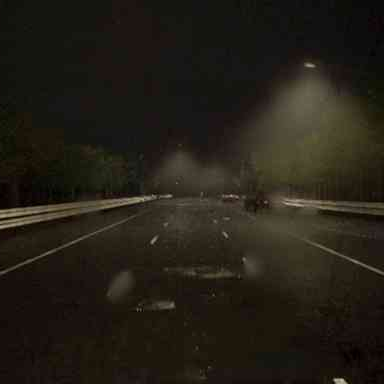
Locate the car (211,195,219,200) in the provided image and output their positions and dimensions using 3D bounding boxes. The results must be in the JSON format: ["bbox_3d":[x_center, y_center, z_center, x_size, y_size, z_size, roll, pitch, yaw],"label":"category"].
[{"bbox_3d":[7.121,1.553,93.971,2.033,1.411,5.357,0,0,0],"label":"car"}]

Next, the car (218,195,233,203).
[{"bbox_3d":[7.022,1.451,66.844,2.033,1.411,5.357,0,0,0],"label":"car"}]

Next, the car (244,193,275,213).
[{"bbox_3d":[7.345,1.165,36.548,2.150,2.045,5.566,0,0,-4],"label":"car"}]
